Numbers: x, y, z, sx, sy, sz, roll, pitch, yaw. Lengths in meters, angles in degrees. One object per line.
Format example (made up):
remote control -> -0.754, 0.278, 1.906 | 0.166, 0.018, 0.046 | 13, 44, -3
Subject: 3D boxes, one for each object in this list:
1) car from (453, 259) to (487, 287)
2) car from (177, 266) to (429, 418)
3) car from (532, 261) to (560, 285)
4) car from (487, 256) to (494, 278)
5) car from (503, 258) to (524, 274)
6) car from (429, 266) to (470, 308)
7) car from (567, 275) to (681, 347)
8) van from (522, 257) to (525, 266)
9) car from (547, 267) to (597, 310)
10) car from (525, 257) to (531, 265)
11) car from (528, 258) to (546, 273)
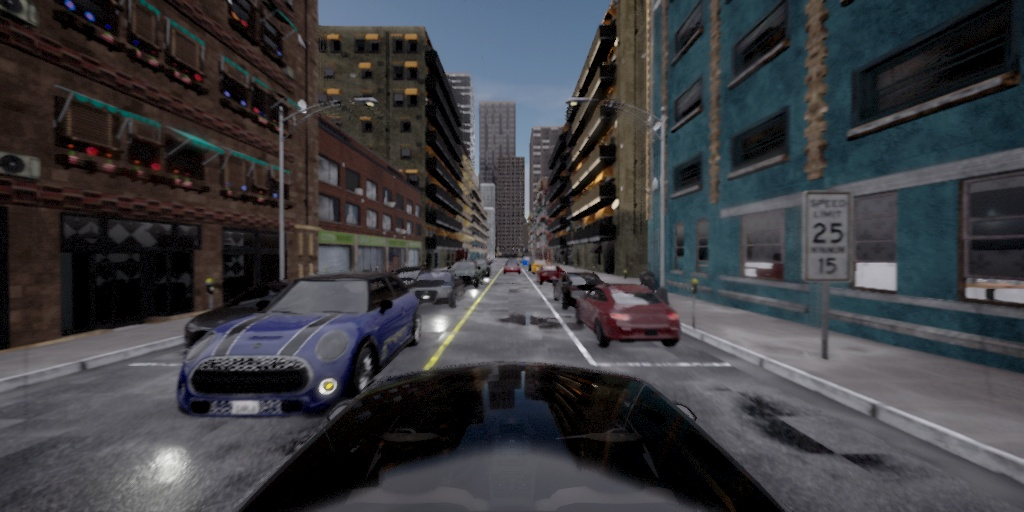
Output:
car -> -3.086, 1.077, 23.844 | 2.097, 1.767, 4.553 | 0, 0, 0
car -> -3.039, 1.096, 6.253 | 2.097, 1.767, 4.553 | 0, 0, -2
car -> 2.699, 1.268, 25.565 | 1.888, 1.381, 4.507 | 0, 0, 0
car -> -3.055, 1.068, 33.931 | 2.097, 1.767, 4.553 | 0, 0, 0
car -> 0.018, 1.274, 39.946 | 1.994, 1.385, 4.181 | 0, 0, 0
car -> -3.091, 1.298, 14.940 | 1.994, 1.385, 4.181 | 0, 0, 0
car -> 2.692, 1.323, 8.995 | 1.802, 1.307, 4.207 | 0, 0, 0
van -> 2.715, 1.033, 64.229 | 1.690, 1.789, 3.998 | 0, 0, 0
car -> 2.694, 1.300, 14.518 | 1.948, 1.339, 4.313 | 0, 0, 0
car -> 3.132, 1.057, 46.531 | 2.097, 1.767, 4.553 | 0, 0, 0
car -> 3.155, 1.187, 39.561 | 1.882, 1.535, 5.008 | 0, 0, 0
